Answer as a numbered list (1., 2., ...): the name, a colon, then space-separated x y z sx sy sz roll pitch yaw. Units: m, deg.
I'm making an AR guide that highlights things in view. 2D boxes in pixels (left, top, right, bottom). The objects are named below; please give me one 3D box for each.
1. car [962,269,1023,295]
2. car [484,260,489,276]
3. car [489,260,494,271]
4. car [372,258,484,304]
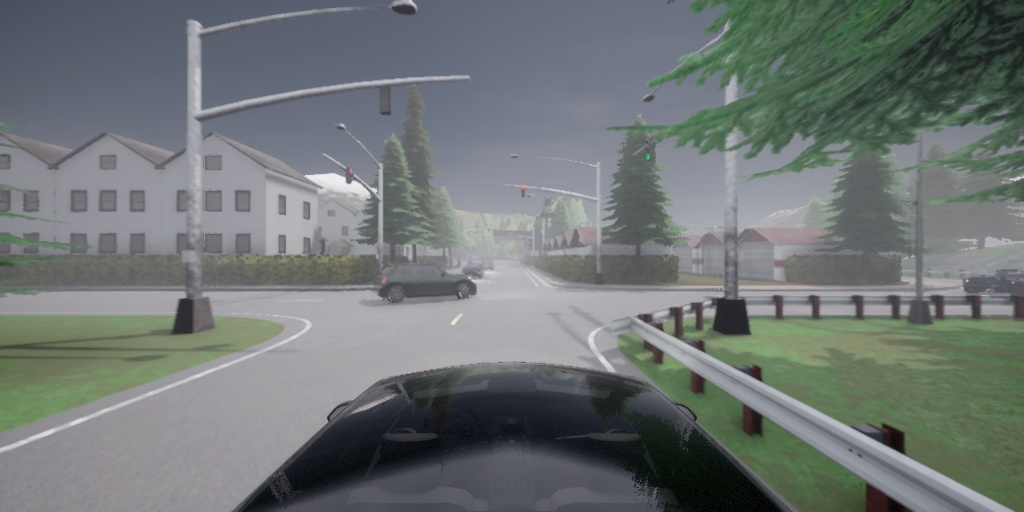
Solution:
1. car: 25.751 1.359 18.435 4.718 1.301 1.895 0 0 -17
2. car: -3.590 1.347 33.718 2.033 1.411 5.357 0 0 0
3. car: -3.551 1.320 51.317 2.128 1.511 4.902 0 0 0
4. car: -3.942 1.116 16.567 4.553 1.767 2.097 0 -1 -30
